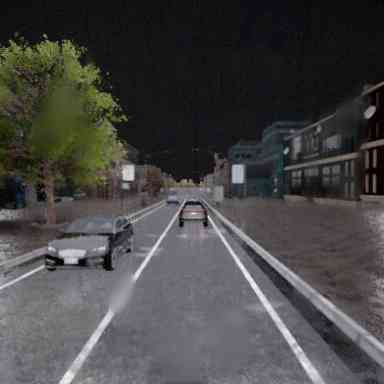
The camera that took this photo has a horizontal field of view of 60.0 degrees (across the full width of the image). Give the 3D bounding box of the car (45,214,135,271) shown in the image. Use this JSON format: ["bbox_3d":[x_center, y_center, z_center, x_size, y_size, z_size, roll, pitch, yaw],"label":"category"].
[{"bbox_3d":[-3.100,1.505,10.989,2.128,1.511,4.902,0,0,0],"label":"car"}]

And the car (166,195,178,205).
[{"bbox_3d":[-3.062,1.297,53.620,1.882,1.535,5.008,0,1,0],"label":"car"}]

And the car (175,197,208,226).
[{"bbox_3d":[0.098,1.444,23.781,2.033,1.649,4.856,0,0,0],"label":"car"}]

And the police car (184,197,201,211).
[{"bbox_3d":[0.097,1.432,41.805,2.038,1.542,4.974,0,0,0],"label":"police car"}]
